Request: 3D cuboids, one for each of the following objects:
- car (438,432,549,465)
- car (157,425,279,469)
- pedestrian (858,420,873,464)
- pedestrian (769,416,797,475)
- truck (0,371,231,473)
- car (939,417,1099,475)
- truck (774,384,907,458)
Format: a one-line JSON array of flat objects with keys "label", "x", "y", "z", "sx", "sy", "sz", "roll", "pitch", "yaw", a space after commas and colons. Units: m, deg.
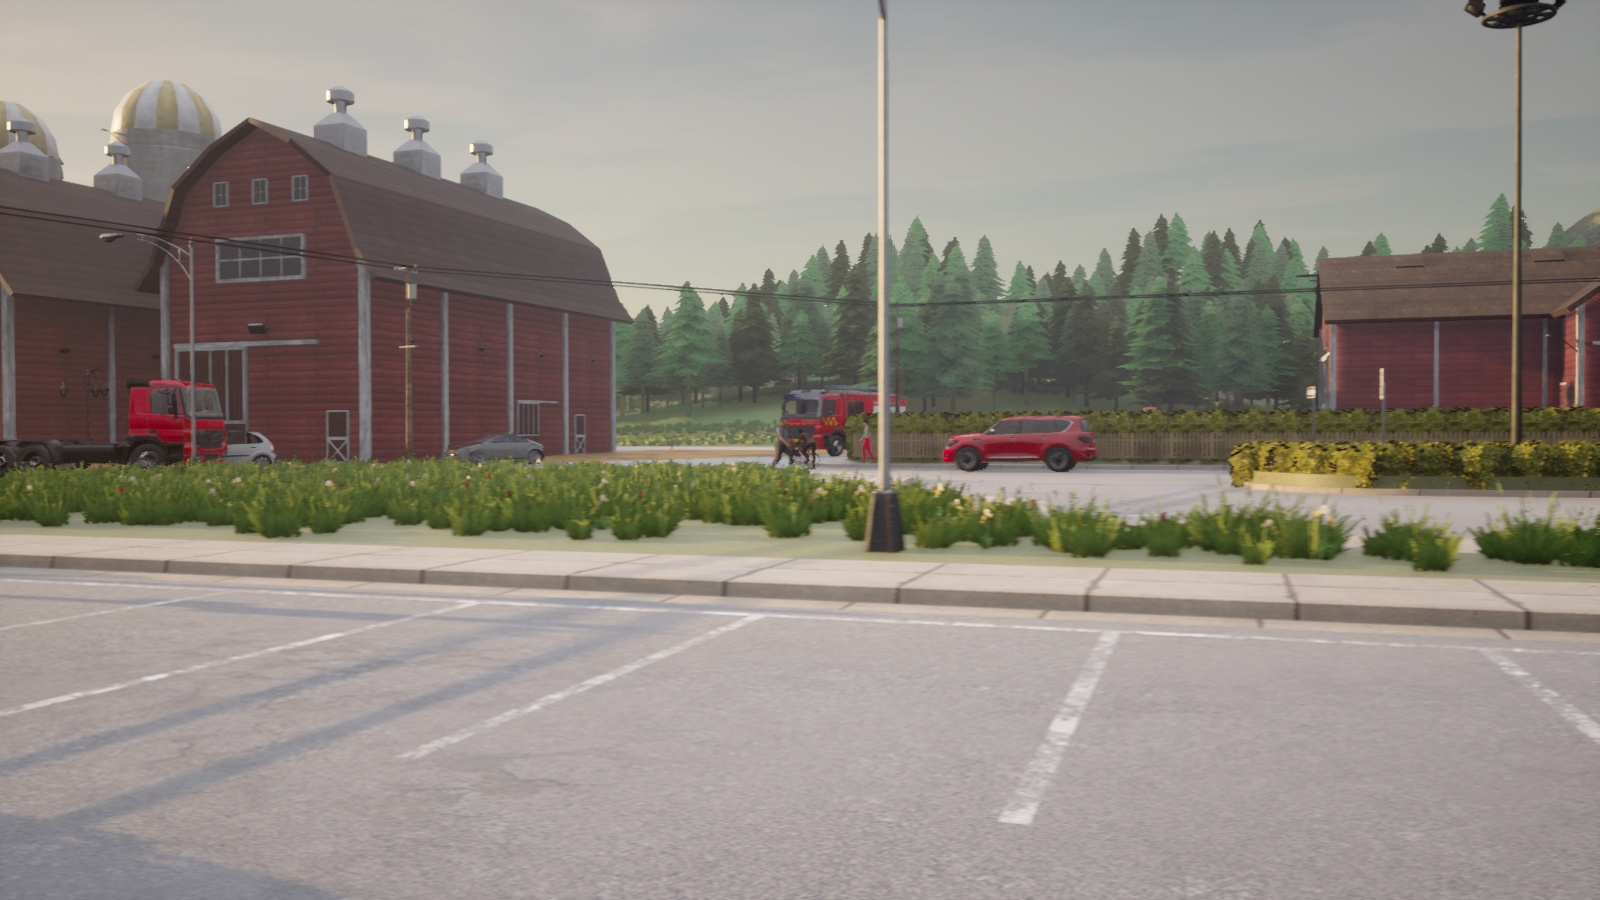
[{"label": "car", "x": -13.220, "y": -0.099, "z": 54.250, "sx": 4.181, "sy": 1.385, "sz": 1.994, "roll": -1, "pitch": 1, "yaw": -39}, {"label": "car", "x": -22.233, "y": -0.158, "z": 47.999, "sx": 3.988, "sy": 1.617, "sz": 1.851, "roll": -1, "pitch": 1, "yaw": -32}, {"label": "pedestrian", "x": 2.712, "y": -0.340, "z": 51.970, "sx": 0.594, "sy": 1.836, "sz": 0.345, "roll": 0, "pitch": 1, "yaw": 6}, {"label": "pedestrian", "x": -0.538, "y": -0.158, "z": 39.811, "sx": 0.694, "sy": 1.848, "sz": 0.540, "roll": 1, "pitch": 1, "yaw": 29}, {"label": "truck", "x": -24.714, "y": -0.974, "z": 44.319, "sx": 7.936, "sy": 3.462, "sz": 2.891, "roll": 0, "pitch": 1, "yaw": -1}, {"label": "car", "x": 8.094, "y": -0.168, "z": 46.382, "sx": 5.566, "sy": 2.045, "sz": 2.150, "roll": 0, "pitch": 1, "yaw": 19}, {"label": "truck", "x": 2.358, "y": -1.589, "z": 69.343, "sx": 2.891, "sy": 3.827, "sz": 8.468, "roll": 1, "pitch": 1, "yaw": 38}]
